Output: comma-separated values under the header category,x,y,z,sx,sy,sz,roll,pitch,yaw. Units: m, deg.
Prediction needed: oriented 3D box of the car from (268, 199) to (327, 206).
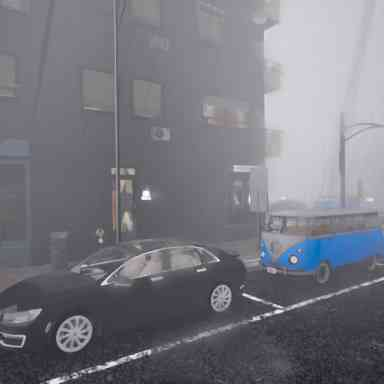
category,x,y,z,sx,sy,sz,roll,pitch,yaw
car,7.928,1.540,26.694,1.895,1.301,4.718,-1,1,-38

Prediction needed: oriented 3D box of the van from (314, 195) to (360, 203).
category,x,y,z,sx,sy,sz,roll,pitch,yaw
van,12.850,1.201,29.763,1.690,1.788,3.998,-1,1,-35

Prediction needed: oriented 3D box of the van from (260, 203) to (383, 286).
category,x,y,z,sx,sy,sz,roll,pitch,yaw
van,3.602,1.339,9.133,3.998,1.788,1.690,0,-1,-35

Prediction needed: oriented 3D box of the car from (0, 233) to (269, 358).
category,x,y,z,sx,sy,sz,roll,pitch,yaw
car,-0.960,1.550,5.883,4.403,1.369,2.008,0,-1,-35
